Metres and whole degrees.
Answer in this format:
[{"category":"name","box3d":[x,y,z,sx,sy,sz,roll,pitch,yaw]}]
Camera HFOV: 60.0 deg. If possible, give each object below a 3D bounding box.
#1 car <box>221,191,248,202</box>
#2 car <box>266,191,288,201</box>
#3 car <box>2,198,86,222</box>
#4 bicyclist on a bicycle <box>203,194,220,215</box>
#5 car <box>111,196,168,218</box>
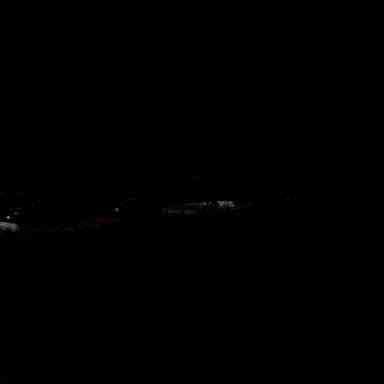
[{"category":"car","box3d":[5.857,0.583,45.746,1.895,1.301,4.718,1,2,36]},{"category":"car","box3d":[12.452,0.490,48.674,1.994,1.385,4.181,1,2,35]},{"category":"car","box3d":[-10.128,1.162,23.268,2.033,1.411,5.357,1,2,35]},{"category":"bicyclist on a bicycle","box3d":[1.514,0.993,26.542,1.656,1.620,0.582,0,1,35]},{"category":"car","box3d":[-3.917,1.040,25.695,1.882,1.535,5.008,1,2,36]}]
